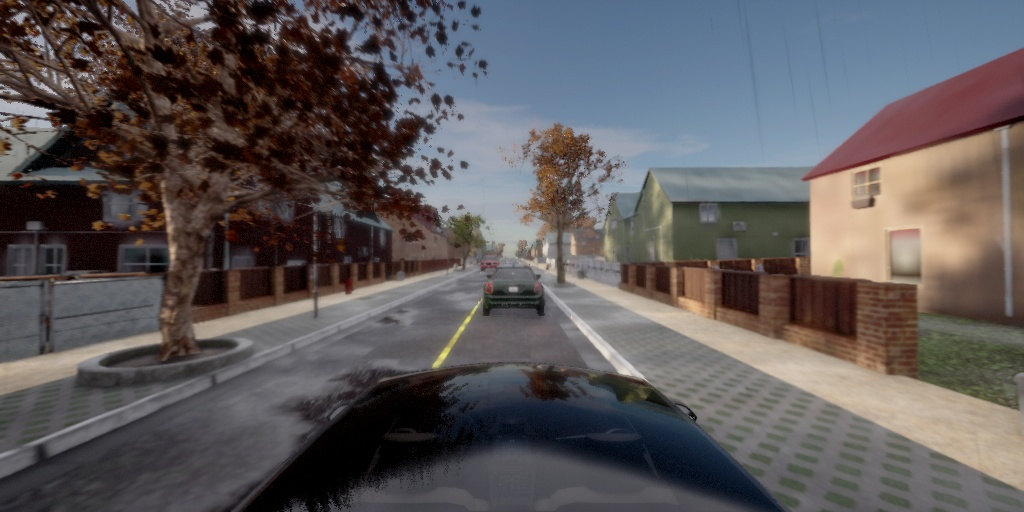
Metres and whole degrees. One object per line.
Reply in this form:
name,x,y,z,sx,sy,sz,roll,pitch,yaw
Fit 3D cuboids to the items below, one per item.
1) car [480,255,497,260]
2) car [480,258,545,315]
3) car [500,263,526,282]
car,-2.836,0.908,46.197,2.150,2.045,5.566,0,0,0
car,0.068,1.086,13.675,2.097,1.767,4.553,0,0,0
car,0.076,1.277,29.676,1.994,1.385,4.181,0,0,0
